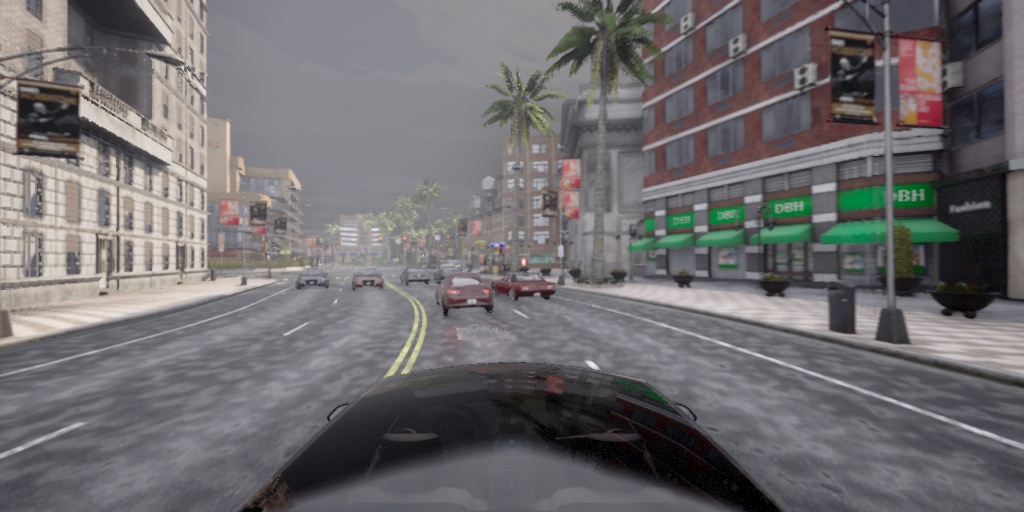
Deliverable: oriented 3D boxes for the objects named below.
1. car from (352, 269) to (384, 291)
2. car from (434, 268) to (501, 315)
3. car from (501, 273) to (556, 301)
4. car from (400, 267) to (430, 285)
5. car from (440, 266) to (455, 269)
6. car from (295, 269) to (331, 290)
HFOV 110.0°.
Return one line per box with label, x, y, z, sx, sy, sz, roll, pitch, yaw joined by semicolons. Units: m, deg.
car;-10.099;1.607;25.101;1.994;1.385;4.181;0;-1;-24
car;-1.988;1.400;14.345;1.812;1.442;4.674;0;-1;-16
car;0.405;1.484;18.276;1.895;1.301;4.718;0;-1;-20
car;-8.073;1.607;29.581;2.033;1.411;5.357;0;-1;-24
car;-5.930;1.632;33.336;1.994;1.385;4.181;0;-1;-24
car;-14.405;1.659;26.204;1.994;1.385;4.181;0;-1;-24
